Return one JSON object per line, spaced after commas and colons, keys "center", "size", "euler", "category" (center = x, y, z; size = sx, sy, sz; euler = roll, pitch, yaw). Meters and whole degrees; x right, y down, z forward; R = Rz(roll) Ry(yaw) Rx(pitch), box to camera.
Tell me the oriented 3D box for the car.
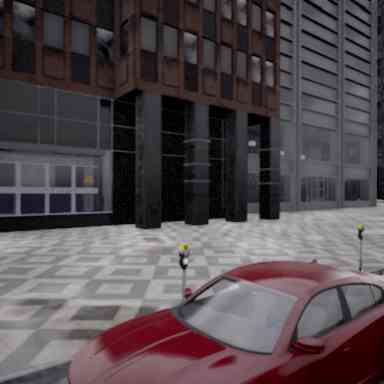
{"center": [0.945, 1.543, 3.762], "size": [4.507, 1.381, 1.887], "euler": [0, 0, -37], "category": "car"}
